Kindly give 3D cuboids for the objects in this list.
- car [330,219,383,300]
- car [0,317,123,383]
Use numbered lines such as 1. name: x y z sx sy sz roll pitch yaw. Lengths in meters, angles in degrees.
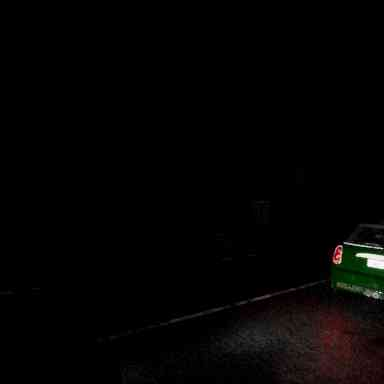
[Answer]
1. car: 5.140 1.352 7.404 4.553 1.767 2.097 0 0 -35
2. car: -2.774 1.492 1.771 4.902 1.511 2.128 0 0 -36
